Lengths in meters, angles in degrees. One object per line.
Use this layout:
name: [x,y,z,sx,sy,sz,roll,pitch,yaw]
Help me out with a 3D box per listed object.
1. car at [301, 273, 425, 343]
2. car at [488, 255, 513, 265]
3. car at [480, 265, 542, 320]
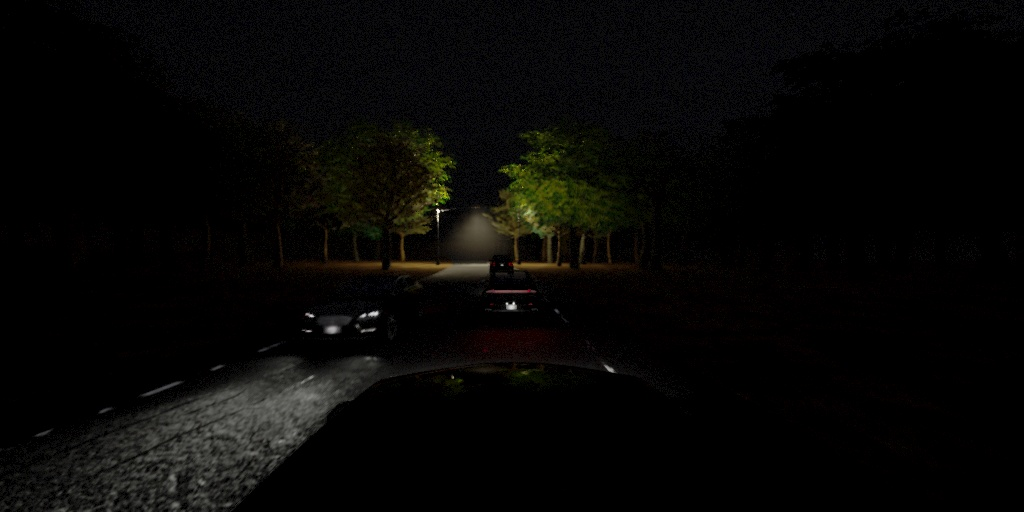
car: [-3.690,1.237,9.739,2.128,1.511,4.902,0,0,-1]
car: [-1.056,0.883,34.417,2.150,2.045,5.566,0,0,-4]
car: [-0.071,1.226,12.556,2.128,1.511,4.902,0,0,-1]
